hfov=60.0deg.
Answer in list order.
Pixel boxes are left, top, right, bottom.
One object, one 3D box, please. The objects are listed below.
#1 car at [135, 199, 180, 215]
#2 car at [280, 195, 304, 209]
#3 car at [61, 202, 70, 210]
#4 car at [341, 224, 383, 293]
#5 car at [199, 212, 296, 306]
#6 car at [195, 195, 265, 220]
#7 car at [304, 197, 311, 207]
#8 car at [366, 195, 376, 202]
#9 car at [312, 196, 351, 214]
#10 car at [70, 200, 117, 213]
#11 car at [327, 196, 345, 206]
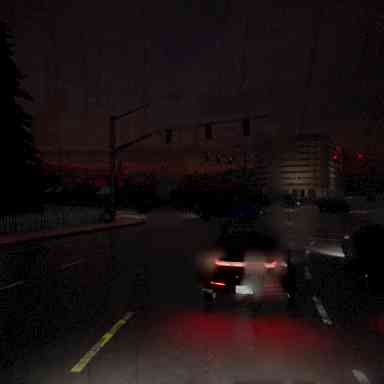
[{"bbox_3d":[-3.615,1.533,34.627,5.008,1.535,1.882,0,0,32],"label":"car"},{"bbox_3d":[13.404,1.505,45.191,1.837,1.490,4.892,0,0,32],"label":"car"},{"bbox_3d":[-13.866,1.656,40.991,4.718,1.301,1.895,0,0,32],"label":"car"},{"bbox_3d":[5.178,1.547,8.537,2.033,1.411,5.357,0,0,16],"label":"car"},{"bbox_3d":[1.426,1.492,8.164,2.128,1.511,4.902,0,0,12],"label":"car"},{"bbox_3d":[2.905,1.259,26.408,5.566,2.045,2.150,0,0,32],"label":"car"},{"bbox_3d":[18.156,1.526,52.891,1.812,1.442,4.674,0,0,32],"label":"car"},{"bbox_3d":[42.651,1.525,79.273,2.128,1.511,4.902,0,0,32],"label":"car"},{"bbox_3d":[15.281,1.525,35.508,4.902,1.511,2.128,-1,1,-43],"label":"car"},{"bbox_3d":[-9.854,1.547,34.363,4.902,1.511,2.128,0,0,32],"label":"car"},{"bbox_3d":[24.626,1.492,56.709,2.128,1.511,4.902,0,0,32],"label":"car"}]
